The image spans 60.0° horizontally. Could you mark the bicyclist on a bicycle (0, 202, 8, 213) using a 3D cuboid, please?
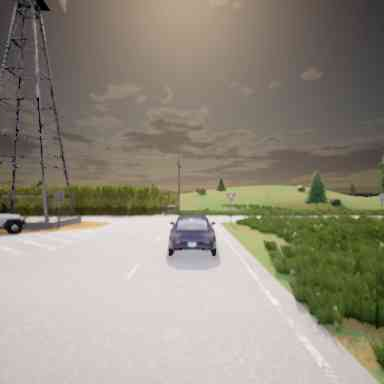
[{"bbox_3d":[-22.570,2.062,39.957,0.582,1.620,1.656,0,-2,-1],"label":"bicyclist on a bicycle"}]

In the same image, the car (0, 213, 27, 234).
[{"bbox_3d":[-11.894,1.565,19.472,3.866,1.878,1.905,0,-1,-31],"label":"car"}]

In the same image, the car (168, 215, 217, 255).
[{"bbox_3d":[0.028,1.674,13.880,1.812,1.442,4.674,0,0,0],"label":"car"}]
